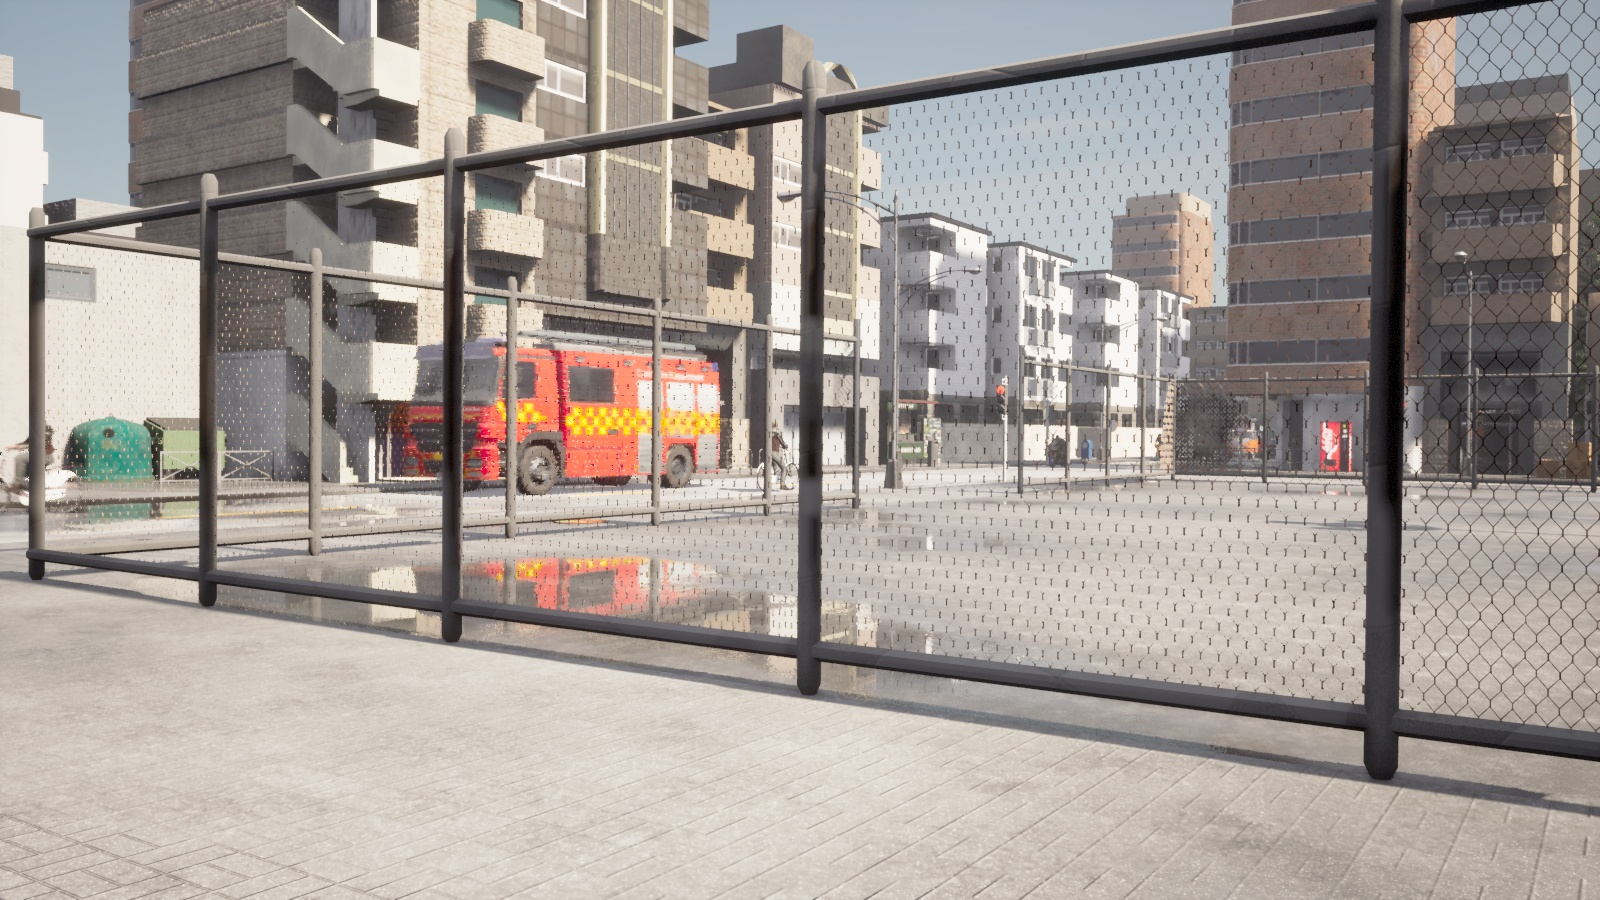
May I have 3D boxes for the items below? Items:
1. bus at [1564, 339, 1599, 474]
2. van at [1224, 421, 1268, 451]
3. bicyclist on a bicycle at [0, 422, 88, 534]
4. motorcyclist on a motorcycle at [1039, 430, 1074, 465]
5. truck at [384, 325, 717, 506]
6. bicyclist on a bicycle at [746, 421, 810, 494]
[{"bbox_3d":[29.758,-1.445,38.827,10.273,4.253,3.944,-1,1,34],"label":"bus"},{"bbox_3d":[30.279,-0.954,85.245,1.775,1.987,4.442,0,1,34],"label":"van"},{"bbox_3d":[-12.733,0.438,20.462,0.659,1.776,1.843,0,1,34],"label":"bicyclist on a bicycle"},{"bbox_3d":[11.673,-0.119,57.093,0.866,1.530,2.191,0,1,30],"label":"motorcyclist on a motorcycle"},{"bbox_3d":[-5.787,-0.803,30.944,2.891,3.827,8.468,0,1,33],"label":"truck"},{"bbox_3d":[-0.528,0.175,31.639,0.659,1.776,1.843,0,1,34],"label":"bicyclist on a bicycle"}]
